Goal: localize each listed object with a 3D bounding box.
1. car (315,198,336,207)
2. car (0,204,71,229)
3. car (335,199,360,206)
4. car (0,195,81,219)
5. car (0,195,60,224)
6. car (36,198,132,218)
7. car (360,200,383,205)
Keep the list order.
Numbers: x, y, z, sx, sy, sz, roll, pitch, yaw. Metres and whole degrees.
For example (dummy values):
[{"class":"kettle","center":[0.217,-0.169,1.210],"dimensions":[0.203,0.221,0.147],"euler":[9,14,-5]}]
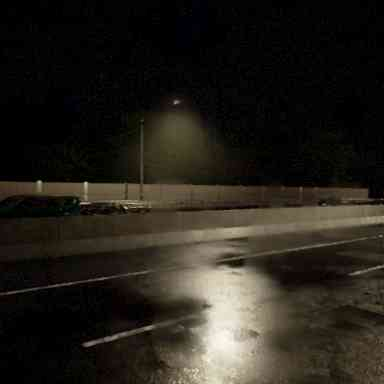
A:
[{"class":"car","center":[19.974,1.679,48.436],"dimensions":[4.892,1.490,1.837],"euler":[0,0,-35]},{"class":"car","center":[-11.030,1.559,21.920],"dimensions":[5.357,1.411,2.033],"euler":[0,0,-36]},{"class":"car","center":[22.231,1.777,45.752],"dimensions":[4.718,1.301,1.895],"euler":[0,0,-35]},{"class":"car","center":[-8.961,1.233,19.098],"dimensions":[5.566,2.045,2.150],"euler":[0,0,-36]},{"class":"car","center":[-13.057,1.233,24.774],"dimensions":[5.566,2.045,2.150],"euler":[0,0,-36]},{"class":"car","center":[-5.353,1.370,17.375],"dimensions":[4.553,1.767,2.097],"euler":[0,0,-36]},{"class":"car","center":[24.087,1.701,42.779],"dimensions":[4.674,1.442,1.812],"euler":[0,0,-36]}]
